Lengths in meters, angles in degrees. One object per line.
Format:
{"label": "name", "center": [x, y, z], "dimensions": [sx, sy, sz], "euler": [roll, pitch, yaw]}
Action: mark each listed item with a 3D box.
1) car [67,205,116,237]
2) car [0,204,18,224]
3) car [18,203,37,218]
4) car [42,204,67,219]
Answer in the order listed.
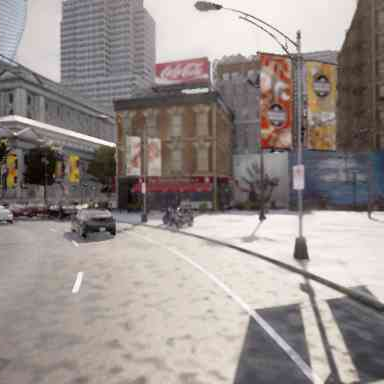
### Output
{"label": "car", "center": [-5.849, 1.708, 19.524], "dimensions": [1.837, 1.490, 4.892], "euler": [0, 0, -29]}
{"label": "car", "center": [-16.273, 1.868, 27.400], "dimensions": [1.812, 1.442, 4.674], "euler": [0, -1, -44]}
{"label": "car", "center": [-17.779, 1.927, 33.389], "dimensions": [4.674, 1.442, 1.812], "euler": [-1, -1, 40]}
{"label": "car", "center": [-13.040, 1.963, 33.678], "dimensions": [1.895, 1.301, 4.718], "euler": [0, -1, -44]}
